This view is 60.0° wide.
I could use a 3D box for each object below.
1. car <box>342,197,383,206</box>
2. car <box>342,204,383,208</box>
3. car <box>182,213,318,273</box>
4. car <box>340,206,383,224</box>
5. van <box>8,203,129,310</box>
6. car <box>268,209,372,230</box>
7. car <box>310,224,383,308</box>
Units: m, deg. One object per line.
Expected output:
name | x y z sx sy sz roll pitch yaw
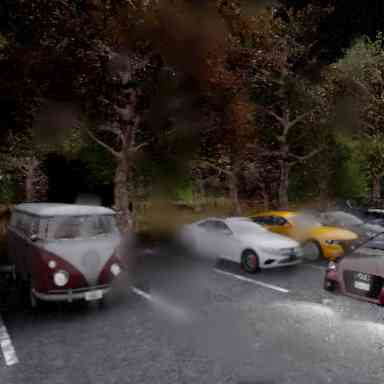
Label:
car | 10.544 1.291 17.498 2.435 2.045 5.566 0 0 -35
car | 8.237 1.564 15.931 2.163 1.488 4.792 0 0 -35
car | 1.440 1.549 11.075 2.002 1.452 4.674 0 0 -35
car | 5.981 1.527 14.302 2.231 1.521 4.892 0 0 -35
van | -3.032 1.264 7.755 1.878 1.987 4.442 0 0 -35
car | 3.710 1.518 12.689 2.097 1.535 5.008 0 0 -35
car | 4.829 1.593 7.418 4.181 1.385 1.994 0 0 -35
